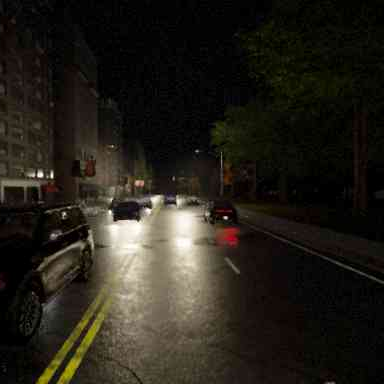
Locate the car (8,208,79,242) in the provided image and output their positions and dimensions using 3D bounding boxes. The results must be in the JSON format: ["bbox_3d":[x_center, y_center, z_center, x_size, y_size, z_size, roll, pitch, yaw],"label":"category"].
[{"bbox_3d":[-7.555,1.625,17.535,1.895,1.301,4.718,-1,0,-4],"label":"car"}]

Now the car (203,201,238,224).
[{"bbox_3d":[1.987,1.406,23.656,1.837,1.490,4.892,-1,0,-4],"label":"car"}]

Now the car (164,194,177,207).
[{"bbox_3d":[-3.156,1.404,49.409,2.033,1.411,5.357,-1,0,-4],"label":"car"}]

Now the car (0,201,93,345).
[{"bbox_3d":[-3.588,1.247,6.711,2.150,2.045,5.566,-1,0,-3],"label":"car"}]

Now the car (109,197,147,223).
[{"bbox_3d":[-4.854,1.443,25.791,1.882,1.535,5.008,-1,0,-4],"label":"car"}]

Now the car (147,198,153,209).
[{"bbox_3d":[-5.994,1.459,42.880,2.033,1.411,5.357,-1,0,-3],"label":"car"}]

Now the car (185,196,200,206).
[{"bbox_3d":[0.085,1.369,49.634,2.033,1.411,5.357,-1,0,-4],"label":"car"}]

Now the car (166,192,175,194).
[{"bbox_3d":[-3.884,1.053,59.832,2.150,2.045,5.566,-1,0,-4],"label":"car"}]
